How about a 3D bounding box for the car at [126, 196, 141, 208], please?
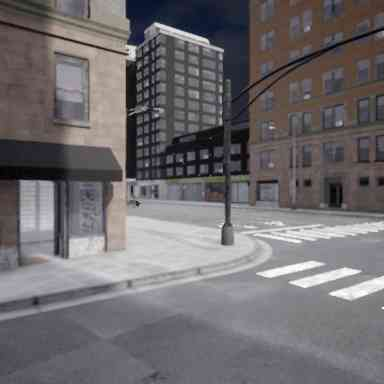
[{"bbox_3d":[-7.746,1.138,38.886,1.895,1.301,4.718,0,1,-35],"label":"car"}]
